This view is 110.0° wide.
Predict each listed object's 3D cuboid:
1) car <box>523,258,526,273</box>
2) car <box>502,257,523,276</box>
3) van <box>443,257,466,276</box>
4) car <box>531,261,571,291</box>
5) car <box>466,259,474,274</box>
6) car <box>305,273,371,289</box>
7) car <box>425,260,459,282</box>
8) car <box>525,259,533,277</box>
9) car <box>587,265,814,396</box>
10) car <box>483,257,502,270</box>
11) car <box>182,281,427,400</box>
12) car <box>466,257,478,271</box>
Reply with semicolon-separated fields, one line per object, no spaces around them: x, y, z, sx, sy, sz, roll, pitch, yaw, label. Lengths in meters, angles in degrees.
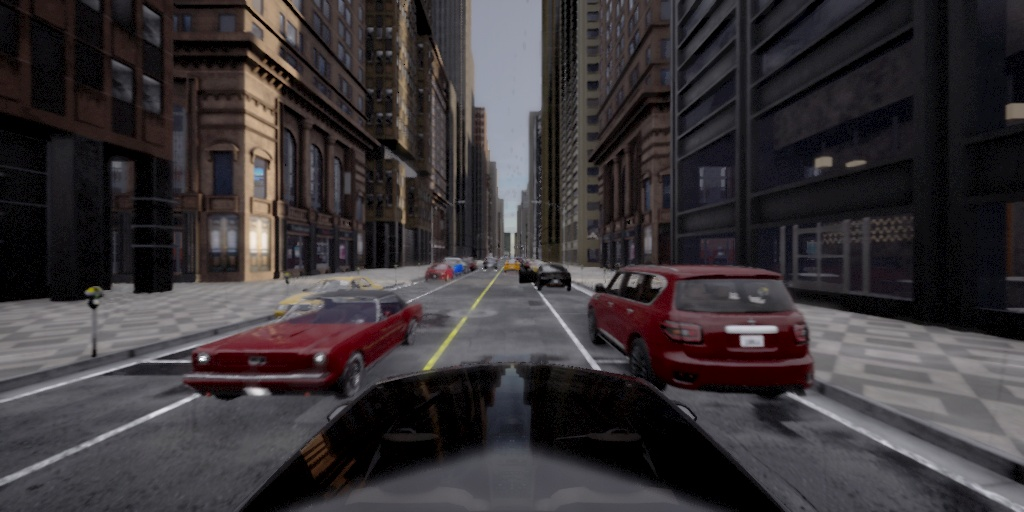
2.773;1.304;51.467;1.802;1.307;4.207;0;0;0;car
0.040;1.203;44.203;1.882;1.535;5.008;0;0;1;car
-5.756;1.070;34.600;1.690;1.789;3.998;0;0;0;van
2.365;1.213;21.739;1.882;1.535;5.008;0;0;0;car
-5.755;1.278;40.219;2.007;1.370;4.403;0;0;0;car
-5.761;1.267;11.957;1.751;1.417;4.829;0;0;0;car
-5.757;1.277;28.982;1.888;1.381;4.507;0;0;0;car
2.770;1.252;40.399;1.751;1.417;4.829;0;0;0;car
2.763;1.060;6.517;2.192;1.841;5.009;0;0;0;car
-3.045;1.214;51.791;2.128;1.511;4.902;0;0;0;car
-3.099;1.347;6.575;1.895;1.301;4.718;0;0;0;car
-5.753;1.039;45.837;2.192;1.841;5.009;0;0;0;car
